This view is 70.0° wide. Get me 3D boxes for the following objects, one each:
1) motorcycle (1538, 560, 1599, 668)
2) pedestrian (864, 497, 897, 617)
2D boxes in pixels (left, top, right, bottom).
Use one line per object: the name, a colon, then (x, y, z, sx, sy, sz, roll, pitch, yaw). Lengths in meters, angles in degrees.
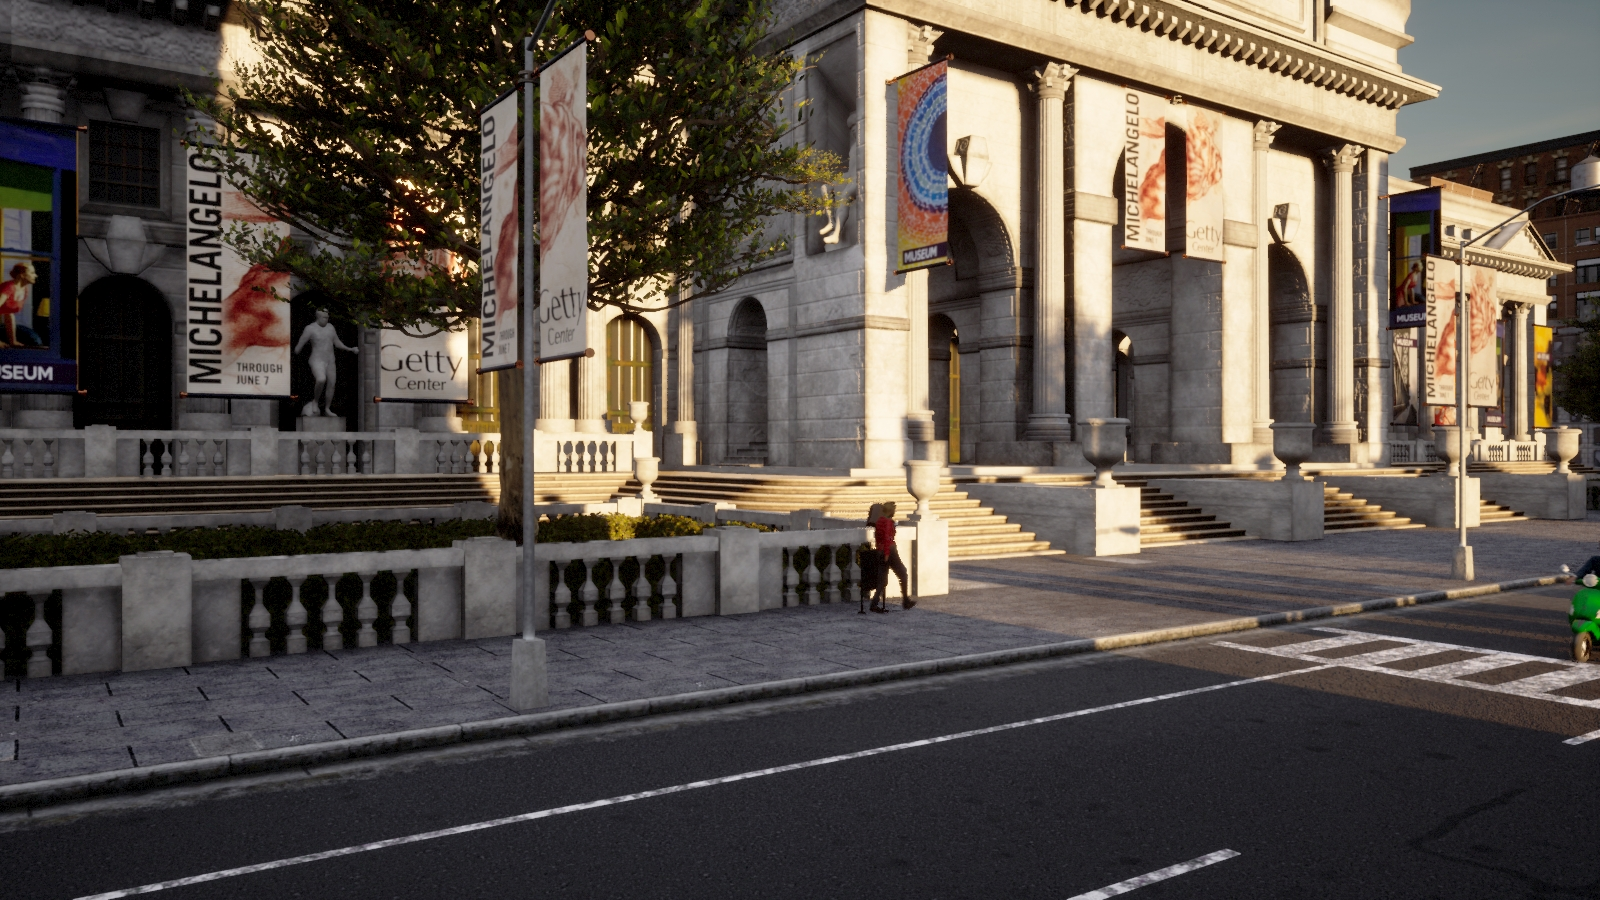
motorcycle: (10.849, 2.182, 15.433, 1.805, 1.236, 0.856, 0, 0, -34)
pedestrian: (1.280, 1.696, 18.200, 0.375, 1.860, 0.375, 0, 0, -33)
